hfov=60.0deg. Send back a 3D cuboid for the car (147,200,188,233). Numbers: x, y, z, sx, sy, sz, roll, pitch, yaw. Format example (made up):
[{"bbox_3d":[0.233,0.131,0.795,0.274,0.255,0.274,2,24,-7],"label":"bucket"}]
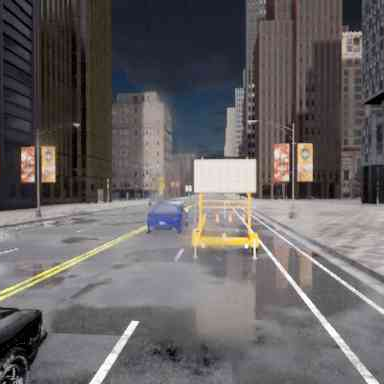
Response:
[{"bbox_3d":[-1.325,1.477,19.728,1.882,1.535,5.008,0,0,5],"label":"car"}]

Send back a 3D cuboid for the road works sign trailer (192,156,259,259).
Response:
[{"bbox_3d":[1.244,0.462,12.638,2.380,3.560,2.880,0,0,6],"label":"road works sign trailer"}]

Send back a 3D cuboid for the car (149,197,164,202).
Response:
[{"bbox_3d":[-5.383,1.561,51.101,2.128,1.511,4.902,0,0,5],"label":"car"}]

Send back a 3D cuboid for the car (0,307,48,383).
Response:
[{"bbox_3d":[-2.833,1.600,1.924,1.895,1.301,4.718,0,0,5],"label":"car"}]
